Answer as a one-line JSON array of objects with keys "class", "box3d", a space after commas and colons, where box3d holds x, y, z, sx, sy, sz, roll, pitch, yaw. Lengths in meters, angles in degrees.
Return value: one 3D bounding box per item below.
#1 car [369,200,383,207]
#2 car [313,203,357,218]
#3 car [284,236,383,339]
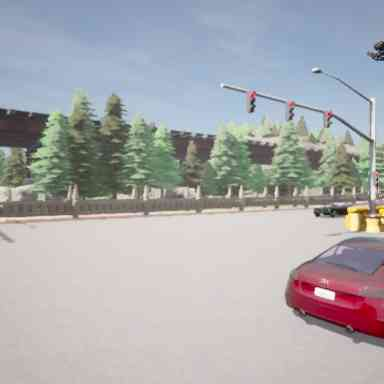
[{"class": "car", "box3d": [21.292, 1.603, 36.278, 5.357, 1.411, 2.033, 0, 0, -36]}, {"class": "car", "box3d": [13.220, 1.643, 30.591, 4.718, 1.301, 1.895, 0, 0, -35]}, {"class": "car", "box3d": [3.721, 1.574, 6.403, 4.181, 1.385, 1.994, 0, 0, -36]}]
